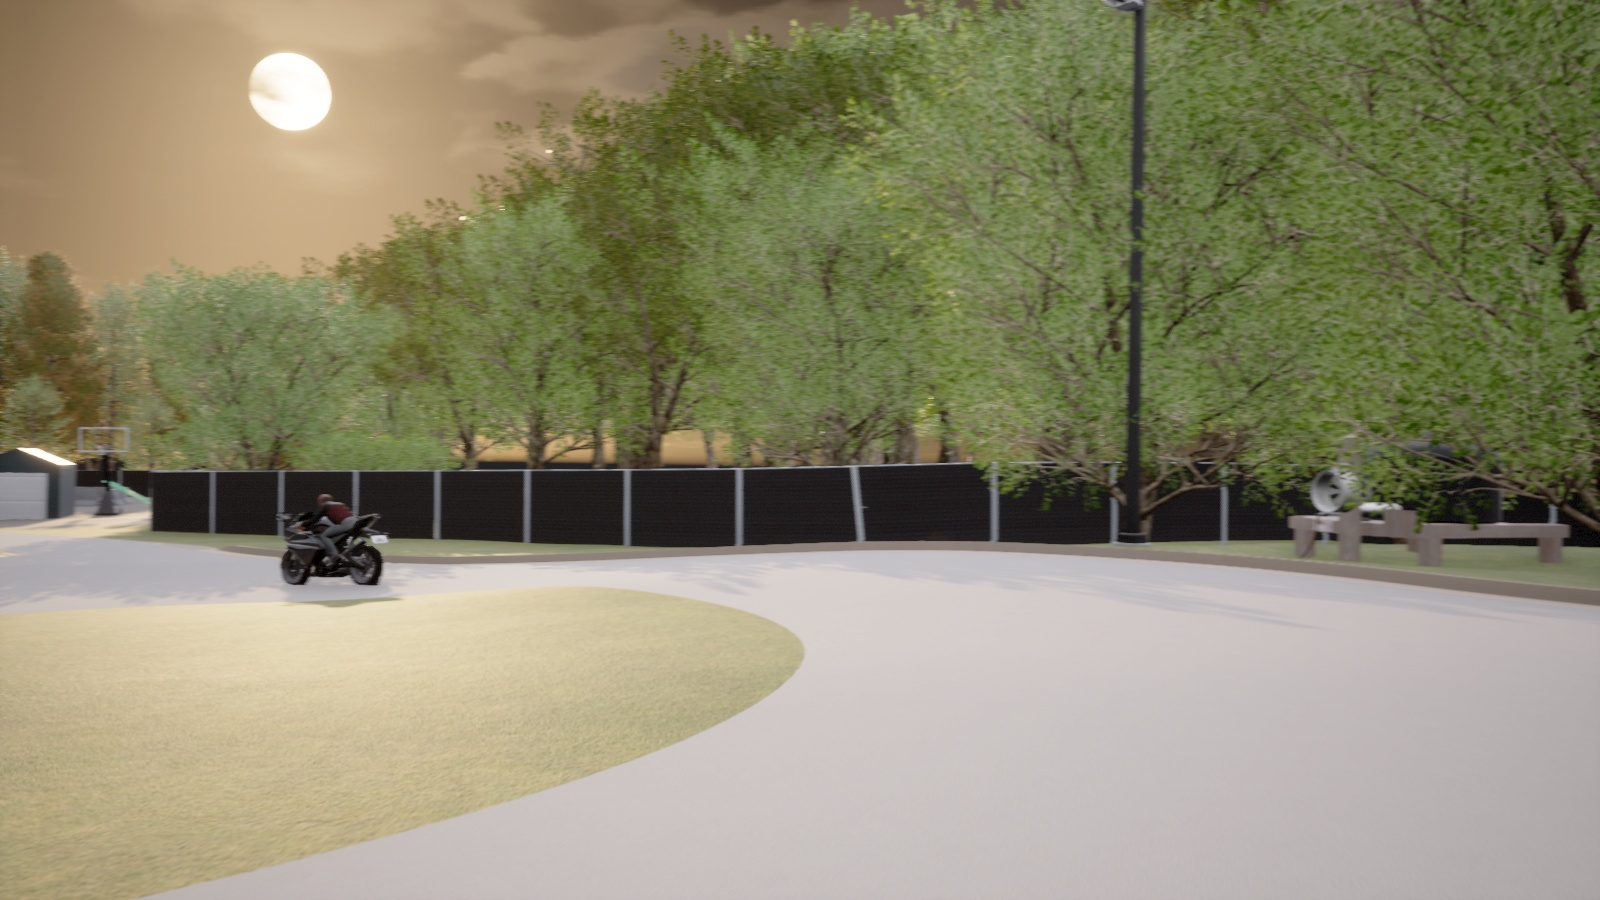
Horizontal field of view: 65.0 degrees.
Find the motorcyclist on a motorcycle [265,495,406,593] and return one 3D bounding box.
[{"bbox_3d":[-7.618,1.537,20.564,2.191,1.530,0.866,-3,-2,26],"label":"motorcyclist on a motorcycle"}]
